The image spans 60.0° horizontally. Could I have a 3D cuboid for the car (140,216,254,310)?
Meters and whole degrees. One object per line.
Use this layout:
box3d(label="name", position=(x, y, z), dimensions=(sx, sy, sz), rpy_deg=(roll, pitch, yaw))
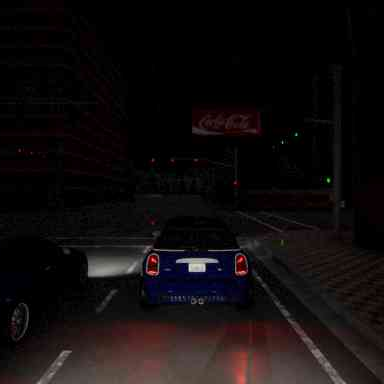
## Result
box3d(label="car", position=(0.085, 1.352, 7.977), dimensions=(2.097, 1.767, 4.553), rpy_deg=(0, 0, 0))

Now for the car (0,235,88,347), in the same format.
box3d(label="car", position=(-3.420, 1.526, 6.181), dimensions=(1.812, 1.442, 4.674), rpy_deg=(0, 0, 0))
